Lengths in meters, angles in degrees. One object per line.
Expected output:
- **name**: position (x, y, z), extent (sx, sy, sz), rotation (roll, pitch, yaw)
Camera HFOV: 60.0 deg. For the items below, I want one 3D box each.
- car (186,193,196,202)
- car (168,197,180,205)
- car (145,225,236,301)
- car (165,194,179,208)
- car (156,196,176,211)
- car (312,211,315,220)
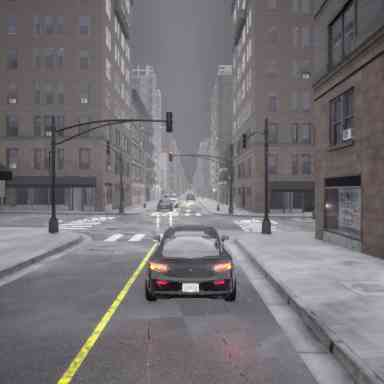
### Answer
- **car**: position (-0.306, 1.360, 81.732), extent (2.150, 2.045, 5.566), rotation (0, 0, 0)
- **car**: position (-3.293, 1.641, 61.433), extent (2.033, 1.411, 5.357), rotation (0, 0, 0)
- **car**: position (-0.024, 1.527, 8.196), extent (1.812, 1.442, 4.674), rotation (0, 0, 0)
- **car**: position (-3.285, 1.294, 50.854), extent (2.150, 2.045, 5.566), rotation (0, 0, 0)
- **car**: position (-3.264, 1.557, 40.800), extent (1.837, 1.490, 4.892), rotation (0, 0, -2)
- **car**: position (12.257, 1.722, 26.824), extent (5.008, 1.535, 1.882), rotation (1, 0, -1)
